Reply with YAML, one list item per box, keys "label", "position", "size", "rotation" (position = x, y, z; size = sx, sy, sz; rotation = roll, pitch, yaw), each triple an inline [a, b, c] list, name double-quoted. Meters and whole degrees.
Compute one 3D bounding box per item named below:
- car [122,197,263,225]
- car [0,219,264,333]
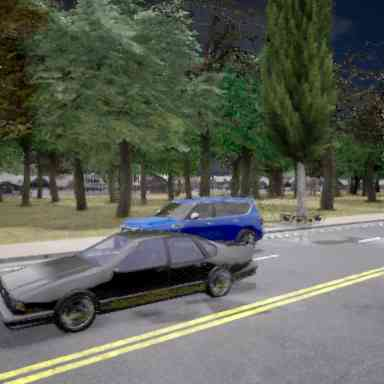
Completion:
- label: "car"
  position: [0.117, 1.219, 11.767]
  size: [5.566, 2.045, 2.150]
  rotation: [0, 0, -36]
- label: "car"
  position: [-0.992, 1.548, 6.974]
  size: [5.357, 1.411, 2.033]
  rotation: [0, 0, -36]
